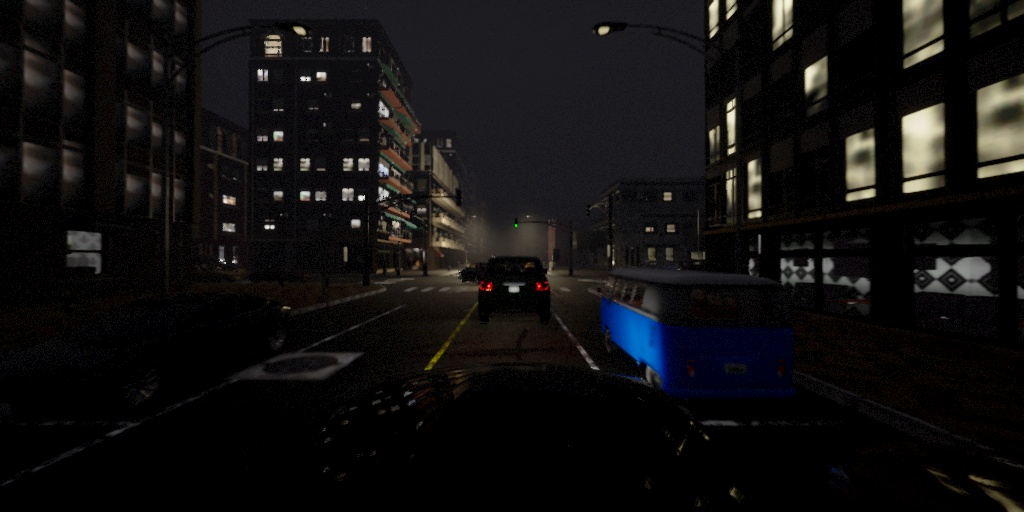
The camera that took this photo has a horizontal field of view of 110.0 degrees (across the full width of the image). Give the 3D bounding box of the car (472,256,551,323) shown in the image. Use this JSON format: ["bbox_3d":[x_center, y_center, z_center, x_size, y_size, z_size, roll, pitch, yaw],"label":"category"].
[{"bbox_3d":[0.098,1.021,12.502,2.150,2.045,5.566,0,0,1],"label":"car"}]

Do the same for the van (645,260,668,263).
[{"bbox_3d":[14.893,1.323,35.378,3.998,1.789,1.690,0,0,0],"label":"van"}]

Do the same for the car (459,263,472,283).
[{"bbox_3d":[-2.397,1.205,27.412,2.097,1.767,4.553,0,-1,-28],"label":"car"}]

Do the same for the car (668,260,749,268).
[{"bbox_3d":[14.916,1.218,26.998,5.009,1.841,2.192,0,0,0],"label":"car"}]

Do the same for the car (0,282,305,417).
[{"bbox_3d":[-5.691,1.336,6.138,1.948,1.339,4.313,0,0,0],"label":"car"}]

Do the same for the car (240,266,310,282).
[{"bbox_3d":[-17.470,1.394,26.918,4.207,1.307,1.802,0,0,0],"label":"car"}]

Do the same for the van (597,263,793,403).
[{"bbox_3d":[2.656,1.111,6.113,1.690,1.789,3.998,0,0,0],"label":"van"}]

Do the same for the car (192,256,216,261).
[{"bbox_3d":[-25.784,1.043,29.497,5.566,2.045,2.150,0,-1,0],"label":"car"}]

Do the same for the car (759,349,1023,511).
[{"bbox_3d":[2.657,1.326,0.424,1.802,1.307,4.207,0,0,0],"label":"car"}]

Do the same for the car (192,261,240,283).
[{"bbox_3d":[-22.963,1.327,26.904,4.829,1.417,1.751,0,0,0],"label":"car"}]
